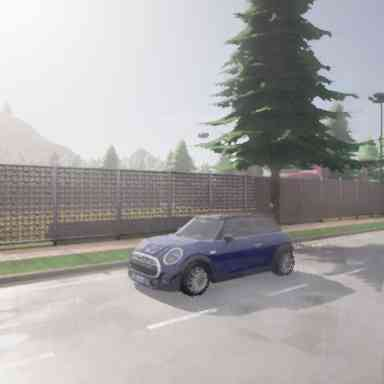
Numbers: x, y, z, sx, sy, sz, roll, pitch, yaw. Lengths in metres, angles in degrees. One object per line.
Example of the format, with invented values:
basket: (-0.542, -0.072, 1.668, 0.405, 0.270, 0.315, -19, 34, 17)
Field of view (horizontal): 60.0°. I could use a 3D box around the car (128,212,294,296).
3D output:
car: (0.635, 1.382, 8.845, 4.553, 1.767, 2.097, 0, 0, -37)
